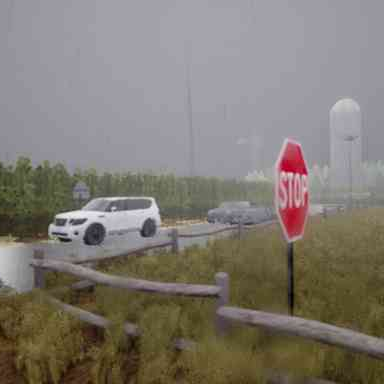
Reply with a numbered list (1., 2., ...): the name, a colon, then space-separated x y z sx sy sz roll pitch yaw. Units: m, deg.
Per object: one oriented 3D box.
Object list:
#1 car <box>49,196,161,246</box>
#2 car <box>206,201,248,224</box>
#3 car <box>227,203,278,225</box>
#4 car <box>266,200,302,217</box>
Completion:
1. car: -3.831 1.236 15.807 2.150 2.045 5.566 -1 -1 36
2. car: 3.005 1.468 25.336 2.097 1.767 4.553 -1 -1 36
3. car: 4.673 1.620 22.031 2.033 1.411 5.357 -1 -1 36
4. car: 9.624 1.656 34.523 1.882 1.535 5.008 -1 -1 36
